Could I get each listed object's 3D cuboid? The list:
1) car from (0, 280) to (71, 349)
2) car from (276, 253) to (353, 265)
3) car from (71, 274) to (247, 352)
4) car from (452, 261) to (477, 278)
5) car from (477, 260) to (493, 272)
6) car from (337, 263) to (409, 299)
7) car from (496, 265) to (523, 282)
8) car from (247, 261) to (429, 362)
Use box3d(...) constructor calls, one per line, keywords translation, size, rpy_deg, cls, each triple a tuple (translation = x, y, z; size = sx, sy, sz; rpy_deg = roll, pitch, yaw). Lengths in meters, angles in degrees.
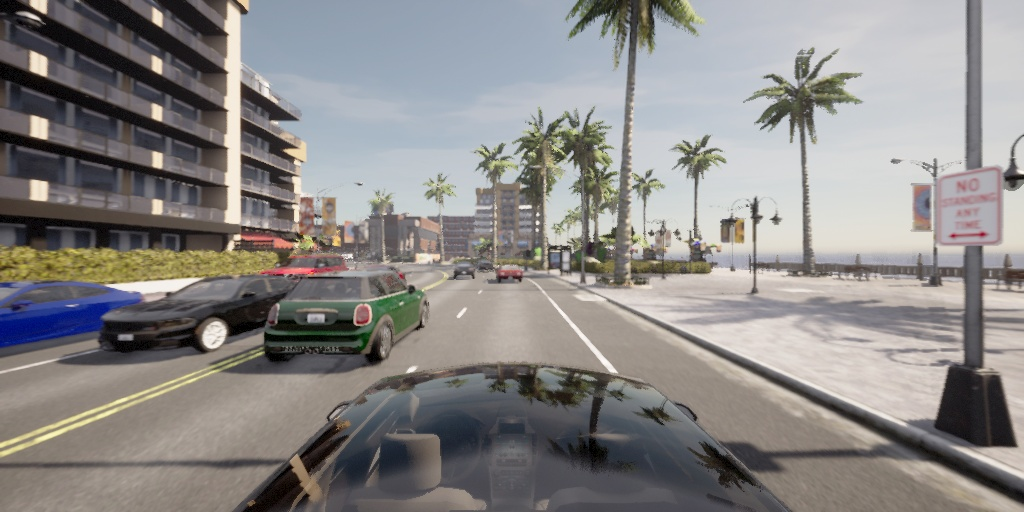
box3d(translation=(-10.602, 1.271, 7.661), size=(1.812, 1.442, 4.674), rpy_deg=(0, 0, 0), cls="car")
box3d(translation=(-10.621, 0.958, 18.750), size=(2.150, 2.045, 5.566), rpy_deg=(0, 0, 0), cls="car")
box3d(translation=(-7.096, 1.222, 9.076), size=(1.882, 1.535, 5.008), rpy_deg=(0, 0, 0), cls="car")
box3d(translation=(-4.375, 1.251, 32.885), size=(1.812, 1.442, 4.674), rpy_deg=(0, 0, -7), cls="car")
box3d(translation=(-3.720, 1.222, 45.567), size=(1.837, 1.490, 4.892), rpy_deg=(0, 0, -18), cls="car")
box3d(translation=(-7.121, 1.214, 19.025), size=(1.882, 1.535, 5.008), rpy_deg=(0, 0, 0), cls="car")
box3d(translation=(-0.281, 1.330, 28.319), size=(1.895, 1.301, 4.718), rpy_deg=(0, 0, -5), cls="car")
box3d(translation=(-3.403, 1.097, 8.355), size=(2.097, 1.767, 4.553), rpy_deg=(0, 0, 0), cls="car")
